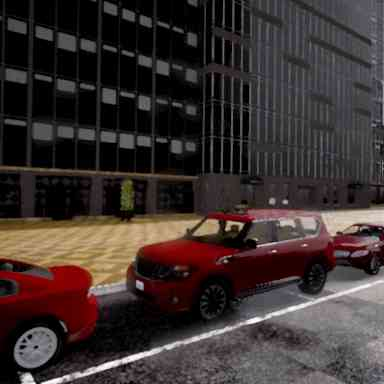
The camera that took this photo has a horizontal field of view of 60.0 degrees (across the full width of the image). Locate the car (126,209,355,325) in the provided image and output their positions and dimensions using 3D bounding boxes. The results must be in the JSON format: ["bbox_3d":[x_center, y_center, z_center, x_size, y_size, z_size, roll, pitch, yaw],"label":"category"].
[{"bbox_3d":[1.129,1.348,7.351,5.009,1.841,2.192,0,0,-35],"label":"car"}]

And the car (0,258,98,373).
[{"bbox_3d":[-3.470,1.542,4.074,4.507,1.381,1.887,0,0,-35],"label":"car"}]

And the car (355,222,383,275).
[{"bbox_3d":[5.722,1.650,10.630,4.206,1.307,1.802,0,0,-35],"label":"car"}]
